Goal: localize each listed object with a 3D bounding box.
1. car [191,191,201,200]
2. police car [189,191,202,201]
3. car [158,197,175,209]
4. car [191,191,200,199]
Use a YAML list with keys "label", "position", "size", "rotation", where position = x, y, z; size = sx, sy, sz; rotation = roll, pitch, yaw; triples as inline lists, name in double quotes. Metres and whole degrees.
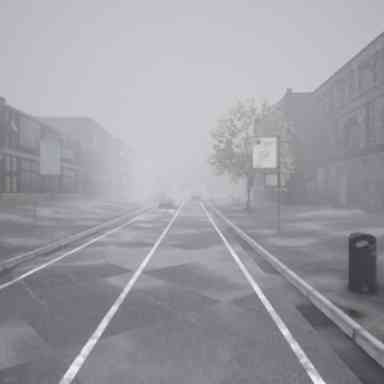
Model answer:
- label: "car"
  position: [0.928, 0.704, 78.016]
  size: [2.150, 2.045, 5.566]
  rotation: [0, 0, 0]
- label: "police car"
  position: [0.924, 0.968, 68.094]
  size: [1.930, 1.638, 5.238]
  rotation: [0, 0, 0]
- label: "car"
  position: [-3.080, 1.343, 41.173]
  size: [2.033, 1.411, 5.357]
  rotation: [0, 1, 0]
- label: "car"
  position: [0.930, 0.672, 84.017]
  size: [2.150, 2.045, 5.566]
  rotation: [0, 0, 0]
